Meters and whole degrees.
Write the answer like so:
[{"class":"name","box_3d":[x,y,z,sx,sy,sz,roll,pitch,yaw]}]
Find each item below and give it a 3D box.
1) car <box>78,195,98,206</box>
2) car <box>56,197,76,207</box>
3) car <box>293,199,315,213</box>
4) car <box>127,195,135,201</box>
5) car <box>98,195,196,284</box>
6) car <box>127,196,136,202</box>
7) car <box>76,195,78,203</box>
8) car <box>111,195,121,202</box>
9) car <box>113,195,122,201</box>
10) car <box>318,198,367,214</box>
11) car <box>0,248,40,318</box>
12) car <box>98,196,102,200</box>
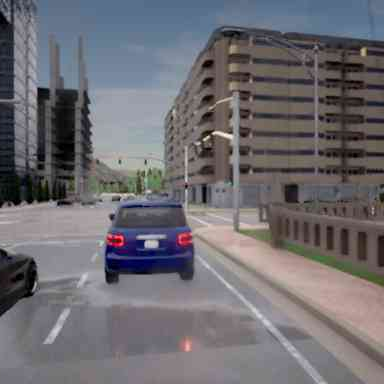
[{"class":"car","box_3d":[-16.904,1.522,54.310,1.837,1.490,4.892,0,0,-10]},{"class":"car","box_3d":[-20.226,1.625,53.060,1.895,1.301,4.718,0,0,-10]},{"class":"car","box_3d":[13.257,1.514,36.778,4.892,1.490,1.837,0,0,-11]},{"class":"car","box_3d":[-16.091,1.536,87.831,2.033,1.411,5.357,0,0,-11]},{"class":"car","box_3d":[-1.291,1.221,9.871,2.150,2.045,5.566,0,0,-9]},{"class":"car","box_3d":[-14.211,1.548,77.947,1.994,1.385,4.181,0,0,-11]},{"class":"car","box_3d":[-23.126,1.380,68.625,2.097,1.767,4.553,0,0,-11]},{"class":"car","box_3d":[-17.627,1.533,77.179,2.128,1.511,4.902,0,0,-11]},{"class":"car","box_3d":[-19.529,1.556,87.176,1.994,1.385,4.181,0,0,-11]},{"class":"car","box_3d":[15.562,1.357,33.662,4.553,1.767,2.097,0,0,-11]},{"class":"car","box_3d":[-4.221,1.571,5.836,1.994,1.385,4.181,0,0,-8]},{"class":"car","box_3d":[-19.765,1.541,69.688,1.812,1.442,4.674,0,0,-11]}]
